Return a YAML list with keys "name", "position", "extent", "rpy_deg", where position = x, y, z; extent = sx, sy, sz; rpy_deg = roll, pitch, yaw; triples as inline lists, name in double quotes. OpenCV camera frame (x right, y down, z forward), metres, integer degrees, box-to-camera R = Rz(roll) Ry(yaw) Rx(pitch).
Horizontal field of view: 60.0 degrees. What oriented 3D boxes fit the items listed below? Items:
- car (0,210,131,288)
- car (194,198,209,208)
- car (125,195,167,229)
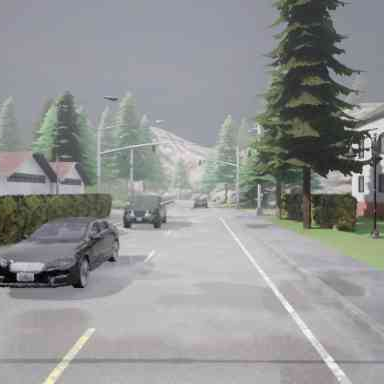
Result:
- name: "car"
  position: [-3.387, 1.497, 9.355]
  extent: [2.128, 1.511, 4.902]
  rpy_deg: [0, 0, 2]
- name: "car"
  position: [1.286, 1.519, 46.976]
  extent: [2.128, 1.511, 4.902]
  rpy_deg: [0, 0, 3]
- name: "car"
  position: [-2.984, 1.233, 22.171]
  extent: [2.150, 2.045, 5.566]
  rpy_deg: [0, 0, 2]
